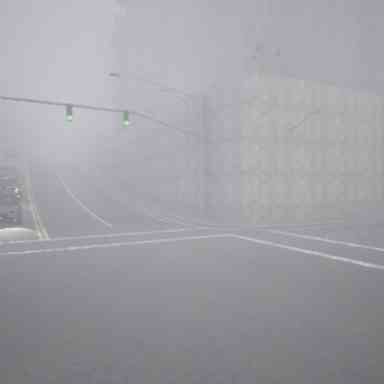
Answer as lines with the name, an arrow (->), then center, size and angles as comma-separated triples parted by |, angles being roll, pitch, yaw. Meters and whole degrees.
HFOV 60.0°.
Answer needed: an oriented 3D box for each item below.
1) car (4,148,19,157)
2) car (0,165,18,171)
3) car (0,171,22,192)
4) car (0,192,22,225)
car -> -27.537, -6.038, 50.902 | 1.882, 1.535, 5.008 | -1, 10, -28
car -> -20.135, -2.182, 36.650 | 2.033, 1.411, 5.357 | -1, 13, -27
car -> -15.505, -0.379, 27.837 | 2.097, 1.767, 4.553 | -1, 10, -29
car -> -10.911, 1.049, 19.101 | 1.994, 1.385, 4.181 | -1, 5, -27
